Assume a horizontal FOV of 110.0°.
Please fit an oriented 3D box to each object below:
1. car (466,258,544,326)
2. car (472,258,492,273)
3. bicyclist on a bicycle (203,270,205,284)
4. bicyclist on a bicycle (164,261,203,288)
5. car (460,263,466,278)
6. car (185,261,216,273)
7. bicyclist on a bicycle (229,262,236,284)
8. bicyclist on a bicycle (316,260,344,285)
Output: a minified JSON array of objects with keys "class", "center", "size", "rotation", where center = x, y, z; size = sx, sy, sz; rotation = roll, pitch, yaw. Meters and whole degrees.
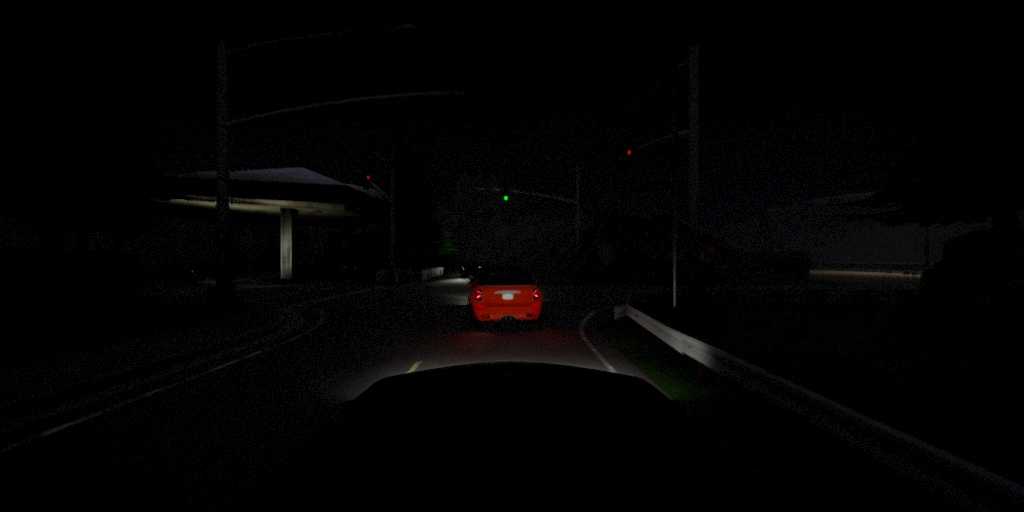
[{"class":"car","center":[-0.374,1.029,11.839],"size":[2.097,1.767,4.553],"rotation":[0,2,-7]},{"class":"car","center":[-3.594,1.104,44.055],"size":[2.097,1.767,4.553],"rotation":[0,0,0]},{"class":"bicyclist on a bicycle","center":[-21.319,1.195,24.061],"size":[0.582,1.620,1.656],"rotation":[0,-1,2]},{"class":"bicyclist on a bicycle","center":[-20.569,1.159,22.313],"size":[1.656,1.620,0.582],"rotation":[1,-1,-30]},{"class":"car","center":[-3.595,1.104,34.011],"size":[2.097,1.767,4.553],"rotation":[0,0,0]},{"class":"car","center":[-37.388,1.315,43.823],"size":[1.994,1.385,4.181],"rotation":[0,0,0]},{"class":"bicyclist on a bicycle","center":[-20.588,1.204,26.042],"size":[1.656,1.620,0.582],"rotation":[0,0,39]},{"class":"bicyclist on a bicycle","center":[-11.772,1.098,23.228],"size":[1.656,1.620,0.582],"rotation":[1,-3,-19]}]
